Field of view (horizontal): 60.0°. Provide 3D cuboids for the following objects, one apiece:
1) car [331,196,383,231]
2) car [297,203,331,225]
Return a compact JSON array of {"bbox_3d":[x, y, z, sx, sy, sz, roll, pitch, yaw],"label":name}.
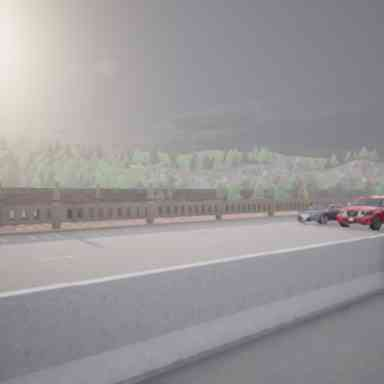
[{"bbox_3d":[11.651,1.272,21.400,5.566,2.045,2.150,0,0,-37],"label":"car"},{"bbox_3d":[9.678,1.543,24.294,4.902,1.511,2.128,0,0,-37],"label":"car"}]
